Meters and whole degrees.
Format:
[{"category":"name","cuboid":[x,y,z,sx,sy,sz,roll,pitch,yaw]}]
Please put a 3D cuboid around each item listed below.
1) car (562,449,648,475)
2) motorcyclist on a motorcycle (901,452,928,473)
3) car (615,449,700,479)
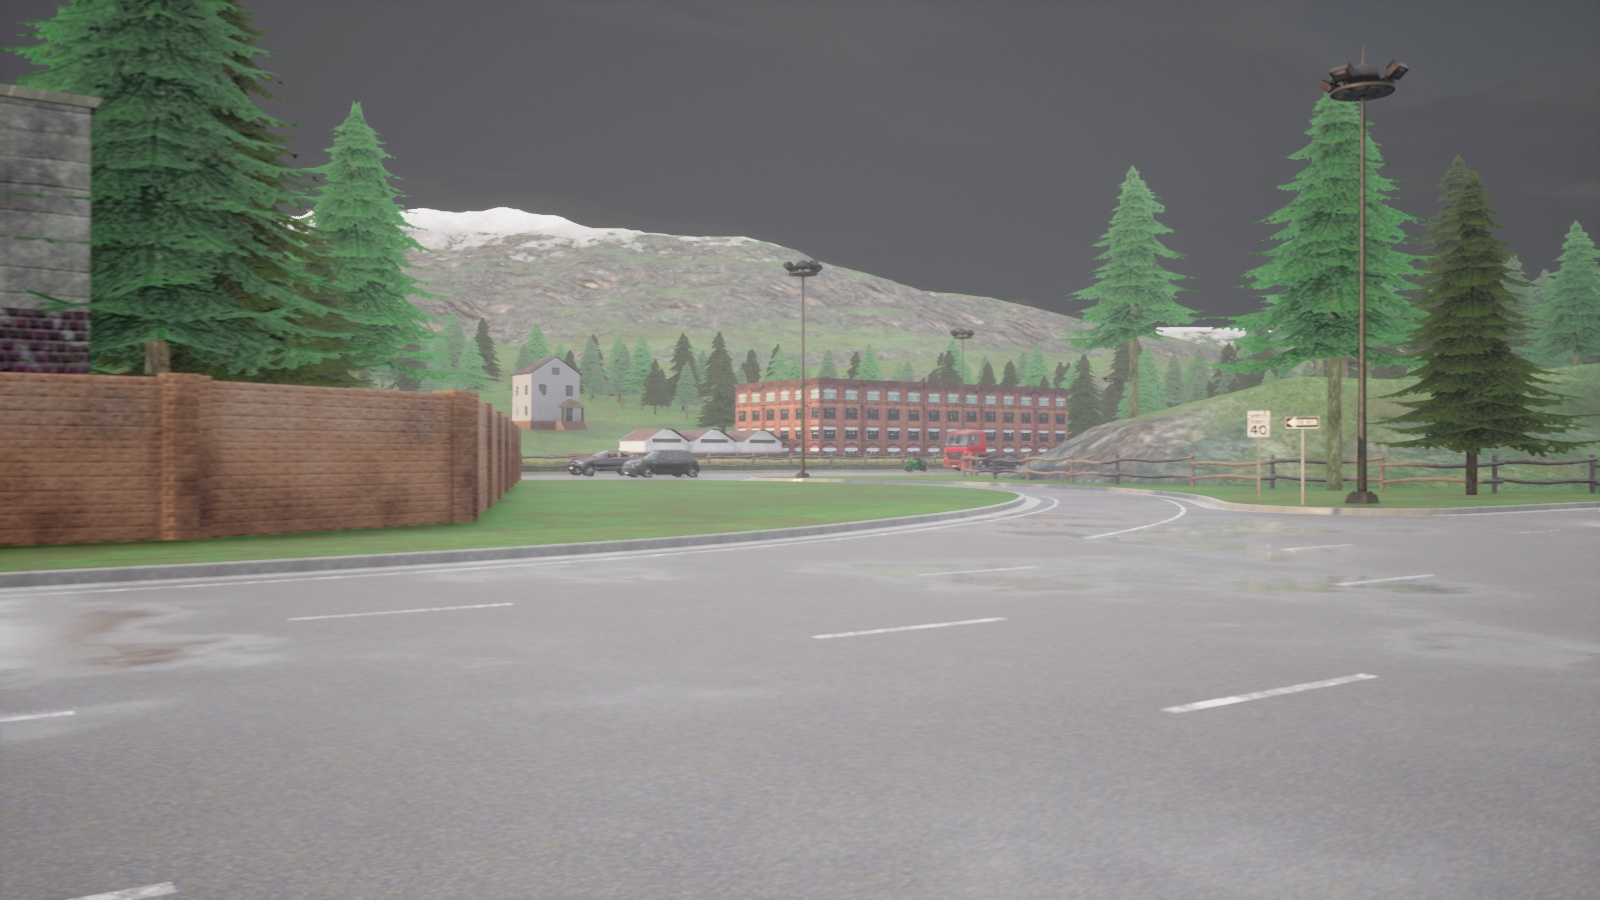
[{"category":"car","cuboid":[-12.384,0.745,79.878,5.027,1.651,2.152,0,0,-35]},{"category":"motorcyclist on a motorcycle","cuboid":[8.616,0.940,94.414,2.044,1.523,0.797,0,0,-35]},{"category":"car","cuboid":[-8.397,0.803,74.125,4.553,1.767,2.097,0,0,-35]}]
